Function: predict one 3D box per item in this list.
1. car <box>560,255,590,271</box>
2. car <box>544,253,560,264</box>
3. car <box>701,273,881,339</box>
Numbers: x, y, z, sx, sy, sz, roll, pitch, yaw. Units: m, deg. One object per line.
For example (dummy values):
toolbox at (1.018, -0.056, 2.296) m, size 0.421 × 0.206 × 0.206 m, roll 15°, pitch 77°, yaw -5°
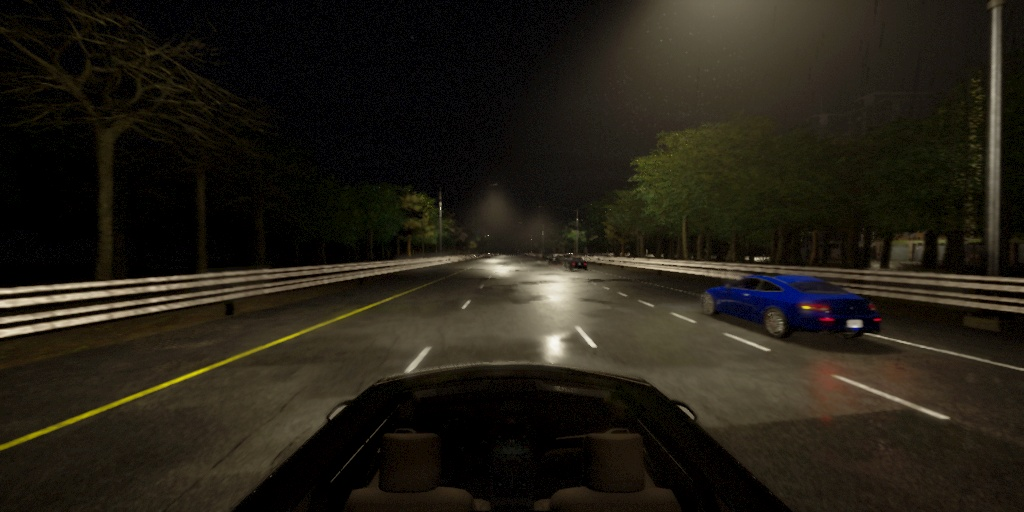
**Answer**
car at (7.002, 0.866, 39.657) m, size 2.033 × 1.411 × 5.357 m, roll 0°, pitch 1°, yaw 0°
car at (7.005, 0.585, 59.643) m, size 2.128 × 1.511 × 4.902 m, roll 0°, pitch 1°, yaw 0°
car at (6.998, 1.188, 9.619) m, size 1.812 × 1.442 × 4.674 m, roll 0°, pitch 1°, yaw 0°
